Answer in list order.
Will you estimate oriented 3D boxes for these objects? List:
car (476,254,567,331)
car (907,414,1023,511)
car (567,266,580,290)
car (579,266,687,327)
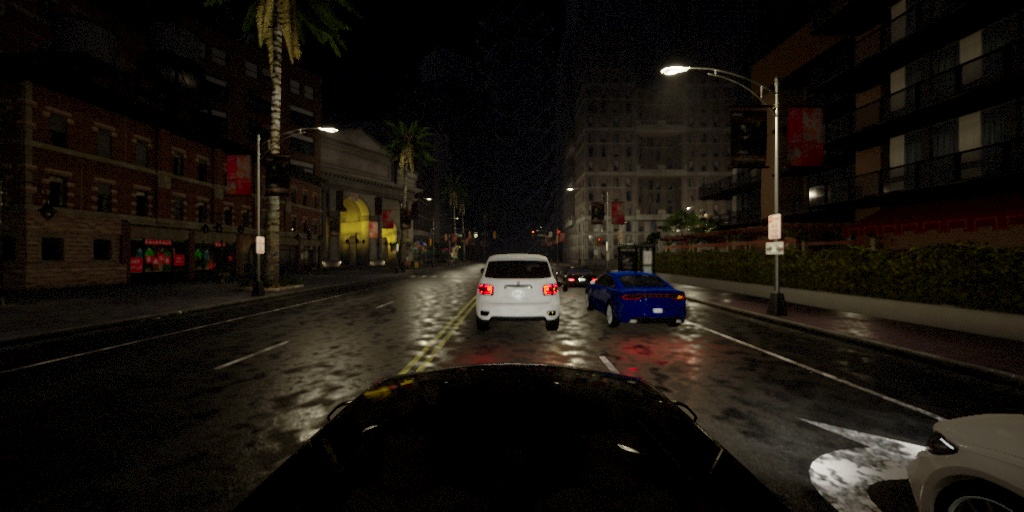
[{"bbox_3d":[0.162,0.964,11.139,2.150,2.045,5.566,0,0,0],"label":"car"},{"bbox_3d":[3.661,1.277,0.470,1.812,1.442,4.674,0,0,-1],"label":"car"},{"bbox_3d":[3.730,1.281,21.327,2.033,1.411,5.357,0,0,0],"label":"car"},{"bbox_3d":[3.671,1.219,11.502,1.882,1.535,5.008,0,0,0],"label":"car"}]
